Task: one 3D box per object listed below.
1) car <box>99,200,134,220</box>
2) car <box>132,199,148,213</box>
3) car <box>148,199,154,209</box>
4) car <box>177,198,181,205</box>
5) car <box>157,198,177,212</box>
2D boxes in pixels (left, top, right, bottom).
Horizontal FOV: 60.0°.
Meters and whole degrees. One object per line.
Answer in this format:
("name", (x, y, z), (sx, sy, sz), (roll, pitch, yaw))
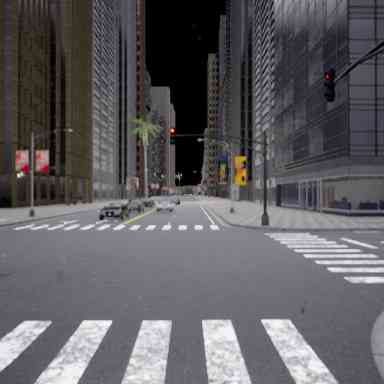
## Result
("car", (-6.649, 1.644, 28.935), (1.994, 1.385, 4.181), (0, 0, 1))
("car", (-6.678, 1.622, 38.878), (1.837, 1.490, 4.892), (0, 0, 0))
("car", (-6.694, 1.711, 49.506), (2.033, 1.411, 5.357), (0, 0, 0))
("car", (-3.297, 1.808, 65.418), (1.994, 1.385, 4.181), (0, 0, 0))
("car", (-3.244, 1.728, 41.284), (1.895, 1.301, 4.718), (0, 0, 0))
